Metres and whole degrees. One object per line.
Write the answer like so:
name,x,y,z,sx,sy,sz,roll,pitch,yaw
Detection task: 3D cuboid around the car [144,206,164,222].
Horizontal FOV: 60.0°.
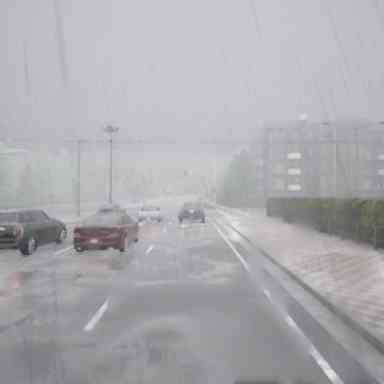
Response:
car,-3.527,1.886,29.070,1.895,1.301,4.718,0,-1,0

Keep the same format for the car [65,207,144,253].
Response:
car,-3.501,1.620,14.389,1.882,1.535,5.008,0,0,0

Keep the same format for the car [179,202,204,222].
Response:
car,-0.023,1.636,29.073,2.097,1.767,4.553,0,-1,0

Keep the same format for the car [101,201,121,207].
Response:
car,-7.028,1.795,29.250,1.837,1.490,4.892,0,0,0

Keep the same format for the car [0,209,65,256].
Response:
car,-7.005,1.488,13.989,2.097,1.767,4.553,0,-1,0
